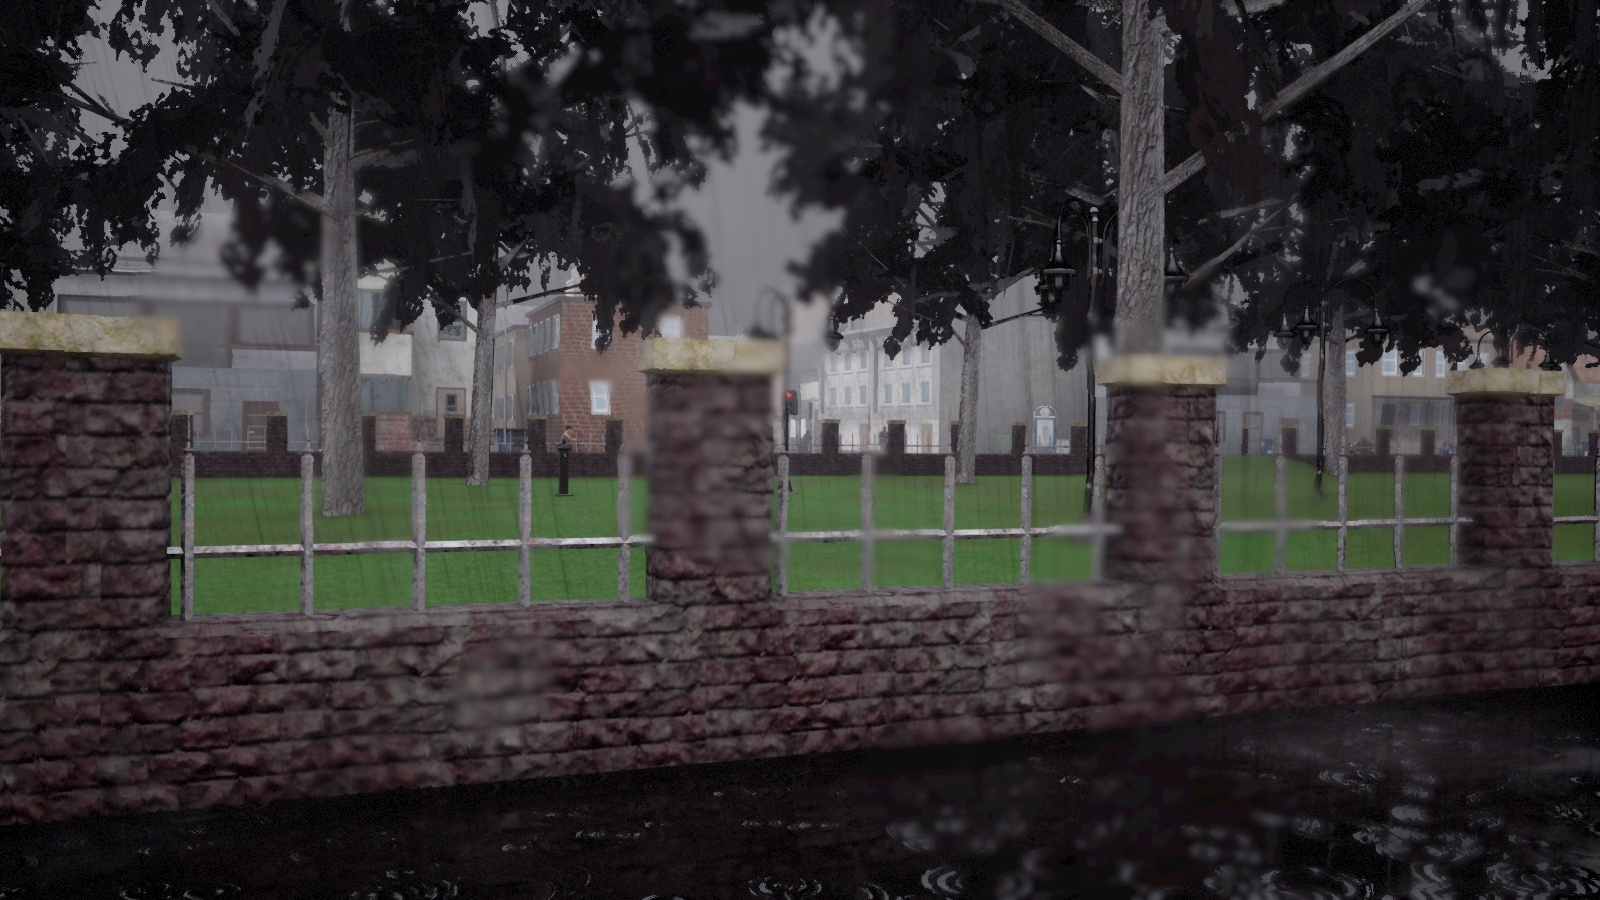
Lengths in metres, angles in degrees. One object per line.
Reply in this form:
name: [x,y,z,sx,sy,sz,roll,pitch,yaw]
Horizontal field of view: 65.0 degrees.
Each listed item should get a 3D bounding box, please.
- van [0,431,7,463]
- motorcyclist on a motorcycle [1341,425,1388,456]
van: [-50.693,-0.168,77.829,1.775,1.987,4.442,-1,1,-21]
motorcyclist on a motorcycle: [28.501,-0.507,63.443,2.191,1.530,0.866,-1,1,-21]
